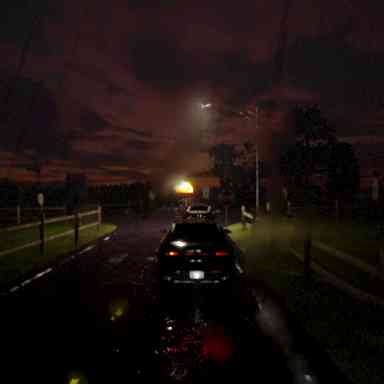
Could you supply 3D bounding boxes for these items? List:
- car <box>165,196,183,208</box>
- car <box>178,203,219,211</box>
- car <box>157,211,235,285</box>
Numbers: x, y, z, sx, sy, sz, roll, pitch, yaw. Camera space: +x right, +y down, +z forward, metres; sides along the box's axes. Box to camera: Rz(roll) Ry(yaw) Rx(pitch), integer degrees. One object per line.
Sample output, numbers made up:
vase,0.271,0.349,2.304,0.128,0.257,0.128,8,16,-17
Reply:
car,-2.813,1.604,48.945,1.994,1.385,4.181,0,0,-1
car,0.580,1.510,20.283,1.837,1.490,4.892,0,0,7
car,0.104,1.505,9.474,1.837,1.490,4.892,0,0,0
